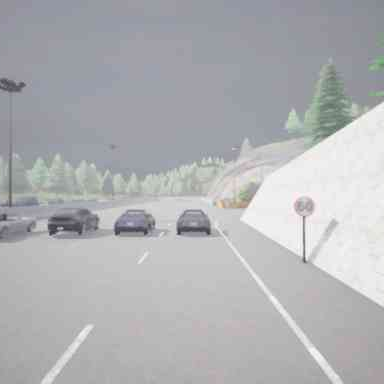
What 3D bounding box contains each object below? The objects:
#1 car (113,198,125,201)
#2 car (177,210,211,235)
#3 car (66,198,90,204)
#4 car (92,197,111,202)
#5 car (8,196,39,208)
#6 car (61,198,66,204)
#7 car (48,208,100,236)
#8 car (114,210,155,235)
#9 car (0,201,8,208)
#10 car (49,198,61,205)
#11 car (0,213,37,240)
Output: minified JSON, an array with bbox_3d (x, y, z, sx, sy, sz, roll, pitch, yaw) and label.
[{"bbox_3d":[-20.989,2.404,93.252,1.812,1.442,4.674,0,-1,0],"label":"car"},{"bbox_3d":[0.103,1.758,20.375,1.994,1.385,4.181,0,-1,0],"label":"car"},{"bbox_3d":[-21.012,2.143,61.616,1.994,1.385,4.181,0,-1,1],"label":"car"},{"bbox_3d":[-20.991,2.209,77.437,1.882,1.535,5.008,0,-1,0],"label":"car"},{"bbox_3d":[-27.997,1.748,56.066,2.150,2.045,5.566,0,0,0],"label":"car"},{"bbox_3d":[-27.991,2.255,77.364,2.128,1.511,4.902,0,-1,0],"label":"car"},{"bbox_3d":[-6.897,1.693,19.841,1.837,1.490,4.892,0,-1,0],"label":"car"},{"bbox_3d":[-3.397,1.757,20.315,1.994,1.385,4.181,0,-1,0],"label":"car"},{"bbox_3d":[-31.493,2.136,57.231,1.895,1.301,4.718,0,0,0],"label":"car"},{"bbox_3d":[-31.491,2.085,77.396,2.097,1.767,4.553,0,-1,0],"label":"car"},{"bbox_3d":[-10.397,1.773,18.243,1.895,1.301,4.718,0,-1,0],"label":"car"}]
